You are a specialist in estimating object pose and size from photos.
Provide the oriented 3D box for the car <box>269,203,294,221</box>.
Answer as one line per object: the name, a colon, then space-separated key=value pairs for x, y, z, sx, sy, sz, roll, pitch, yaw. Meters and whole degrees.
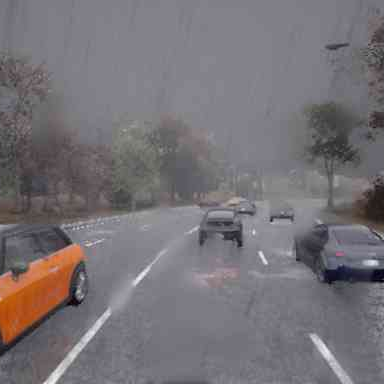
car: x=7.189 y=1.569 z=26.672 sx=2.033 sy=1.411 sz=5.357 roll=0 pitch=0 yaw=14

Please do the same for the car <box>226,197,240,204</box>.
car: x=6.182 y=1.481 z=45.740 sx=1.882 sy=1.535 sz=5.008 roll=0 pitch=0 yaw=24

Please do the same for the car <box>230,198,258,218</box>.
car: x=5.317 y=1.573 z=32.688 sx=1.994 sy=1.385 sz=4.181 roll=0 pitch=0 yaw=17

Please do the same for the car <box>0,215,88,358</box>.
car: x=-3.299 y=1.339 z=5.028 sx=2.097 sy=1.767 sz=4.553 roll=0 pitch=0 yaw=3

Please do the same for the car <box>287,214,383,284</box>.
car: x=4.237 y=1.577 z=9.535 sx=1.994 sy=1.385 sz=4.181 roll=0 pitch=0 yaw=5

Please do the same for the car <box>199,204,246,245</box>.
car: x=1.426 y=1.505 z=15.480 sx=1.837 sy=1.490 sz=4.892 roll=0 pitch=0 yaw=8

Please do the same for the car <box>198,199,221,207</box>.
car: x=2.470 y=1.582 z=45.966 sx=1.895 sy=1.301 sz=4.718 roll=0 pitch=0 yaw=23
